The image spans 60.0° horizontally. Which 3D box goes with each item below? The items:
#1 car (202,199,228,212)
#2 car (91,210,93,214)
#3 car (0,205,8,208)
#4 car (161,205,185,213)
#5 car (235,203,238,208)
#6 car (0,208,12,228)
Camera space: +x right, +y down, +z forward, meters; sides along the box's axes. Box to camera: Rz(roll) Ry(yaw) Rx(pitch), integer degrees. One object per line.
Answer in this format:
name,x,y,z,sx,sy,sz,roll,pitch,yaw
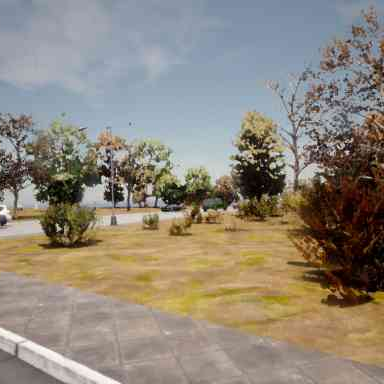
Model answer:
car,3.705,2.096,53.483,2.150,2.045,5.566,-3,-2,32
car,-12.446,2.249,34.587,2.097,1.767,4.553,-3,-2,32
car,-19.440,2.263,30.199,2.150,2.045,5.566,-3,-2,33
car,-3.221,2.787,55.810,1.895,1.301,4.718,-3,-2,32
car,9.349,2.571,62.392,1.895,1.301,4.718,-3,-2,33
car,-17.509,2.371,26.812,2.128,1.511,4.902,-3,-2,34
